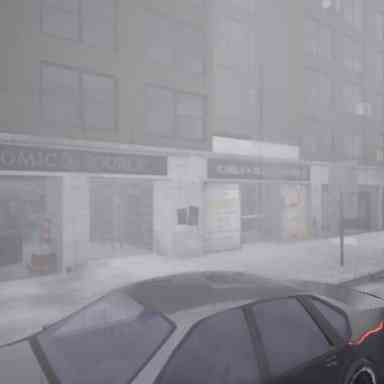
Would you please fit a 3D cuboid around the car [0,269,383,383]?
[{"bbox_3d":[-0.022,1.552,3.042,5.357,1.411,2.033,0,0,-36],"label":"car"}]
